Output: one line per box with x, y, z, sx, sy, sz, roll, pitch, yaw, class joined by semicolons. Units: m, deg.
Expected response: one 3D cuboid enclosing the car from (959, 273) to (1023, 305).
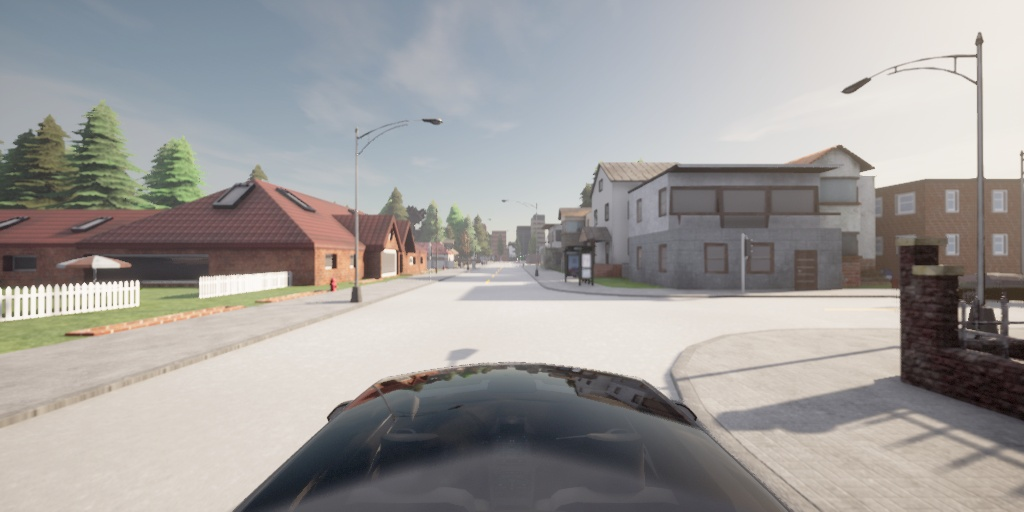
20.605;1.419;15.783;4.718;1.301;1.895;0;0;0;car
